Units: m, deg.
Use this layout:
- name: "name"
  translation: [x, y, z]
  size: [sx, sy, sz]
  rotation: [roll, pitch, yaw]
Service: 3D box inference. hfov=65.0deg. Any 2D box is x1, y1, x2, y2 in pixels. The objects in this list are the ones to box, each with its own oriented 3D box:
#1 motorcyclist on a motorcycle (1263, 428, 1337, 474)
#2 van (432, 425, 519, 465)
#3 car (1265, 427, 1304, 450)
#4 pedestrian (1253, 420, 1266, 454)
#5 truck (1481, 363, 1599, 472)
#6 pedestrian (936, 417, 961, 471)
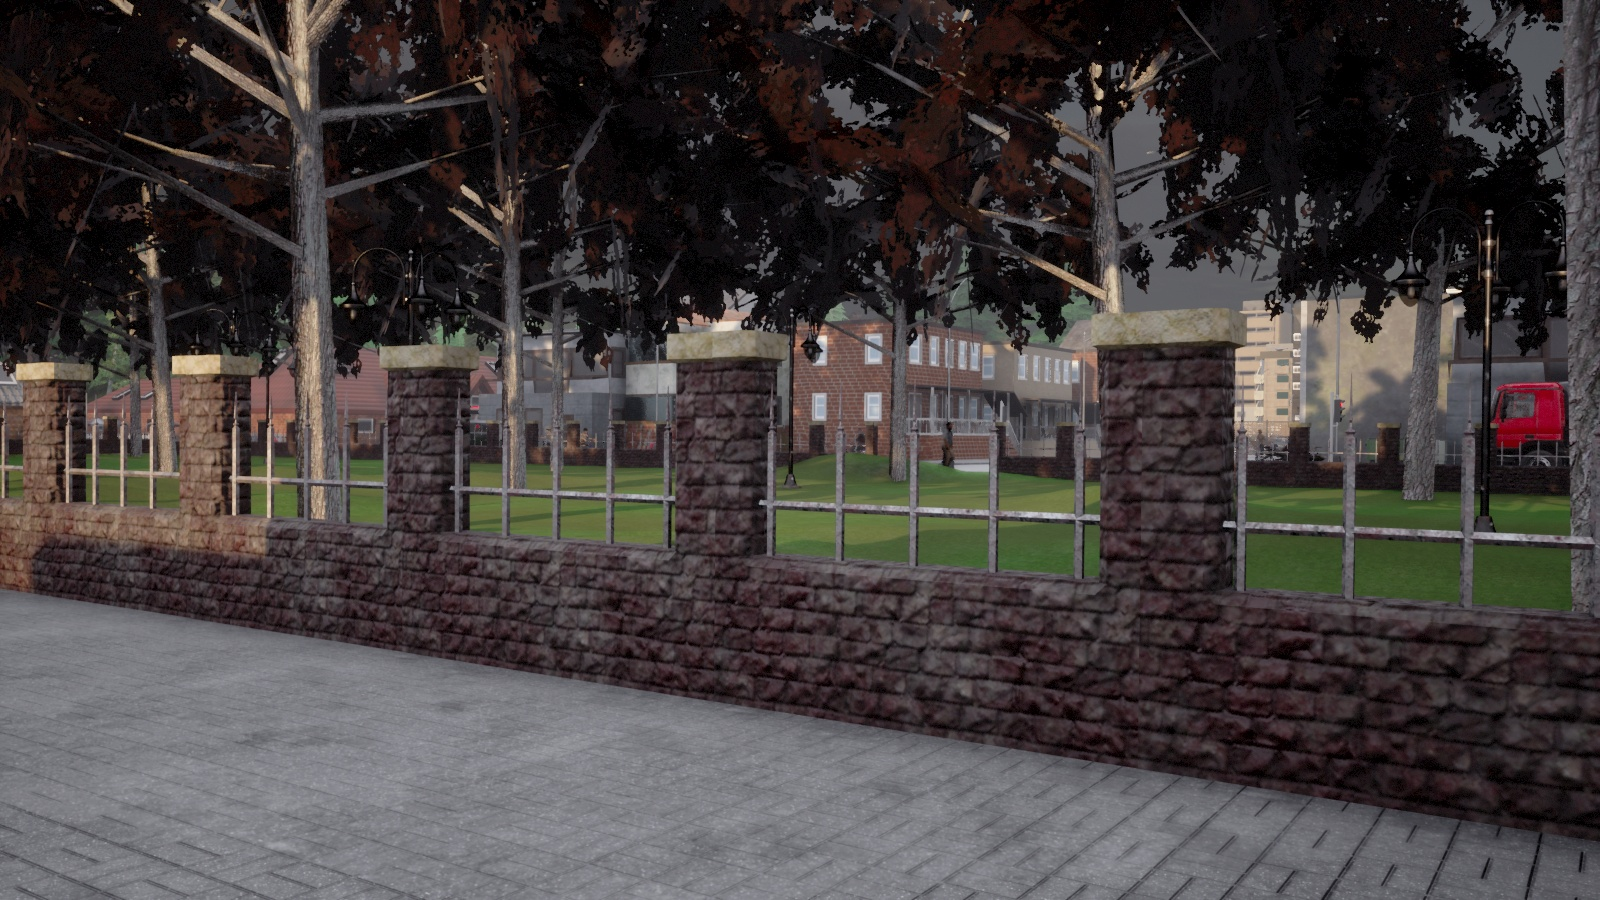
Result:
- name: "motorcyclist on a motorcycle"
  translation: [16.924, 0.032, 42.507]
  size: [2.191, 1.530, 0.866]
  rotation: [0, 1, 33]
- name: "van"
  translation: [-16.780, -0.253, 64.967]
  size: [4.442, 1.987, 1.775]
  rotation: [0, 1, 32]
- name: "car"
  translation: [34.099, -0.805, 88.297]
  size: [1.789, 1.549, 3.705]
  rotation: [0, 1, 34]
- name: "pedestrian"
  translation: [24.474, -0.694, 66.874]
  size: [0.328, 1.805, 0.869]
  rotation: [0, 1, 43]
- name: "truck"
  translation: [26.780, -1.050, 40.767]
  size: [7.936, 3.462, 2.891]
  rotation: [0, 1, 34]
- name: "pedestrian"
  translation: [5.184, -0.206, 43.926]
  size: [0.694, 1.848, 0.540]
  rotation: [0, 1, 34]
